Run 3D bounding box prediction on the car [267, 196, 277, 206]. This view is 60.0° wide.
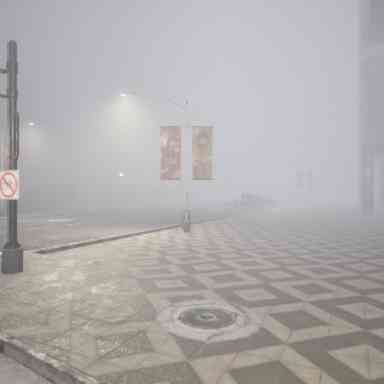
[{"bbox_3d":[12.794,1.448,55.126,2.128,1.511,4.902,0,0,26],"label":"car"}]

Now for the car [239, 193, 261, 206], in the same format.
[{"bbox_3d":[9.888,1.182,56.582,2.150,2.045,5.566,0,0,26],"label":"car"}]

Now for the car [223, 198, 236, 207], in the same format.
[{"bbox_3d":[6.221,1.570,49.020,1.895,1.301,4.718,0,0,27],"label":"car"}]

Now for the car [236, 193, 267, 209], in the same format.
[{"bbox_3d":[8.270,1.188,45.801,2.150,2.045,5.566,0,0,27],"label":"car"}]
